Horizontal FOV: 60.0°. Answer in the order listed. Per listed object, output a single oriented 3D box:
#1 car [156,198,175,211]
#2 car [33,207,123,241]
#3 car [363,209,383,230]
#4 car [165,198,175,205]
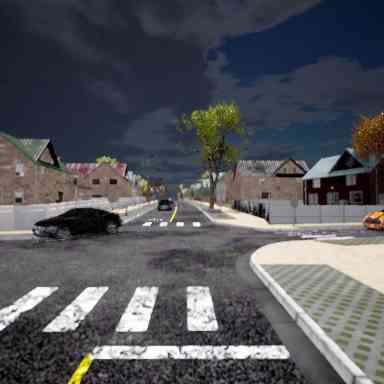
[{"bbox_3d":[-3.507,1.709,43.350,1.812,1.442,4.674,0,0,-2],"label":"car"},{"bbox_3d":[-5.708,1.544,17.180,1.812,1.442,4.674,4,3,38],"label":"car"},{"bbox_3d":[13.626,1.618,21.983,4.553,1.767,2.097,1,-3,-18],"label":"car"},{"bbox_3d":[-4.604,2.001,70.600,1.895,1.301,4.718,0,-1,-3],"label":"car"}]
